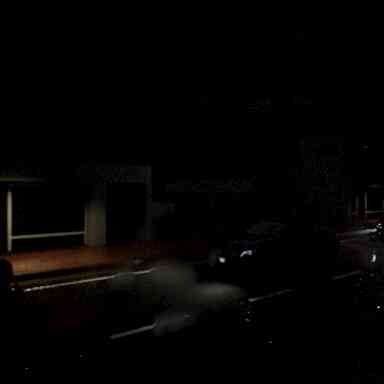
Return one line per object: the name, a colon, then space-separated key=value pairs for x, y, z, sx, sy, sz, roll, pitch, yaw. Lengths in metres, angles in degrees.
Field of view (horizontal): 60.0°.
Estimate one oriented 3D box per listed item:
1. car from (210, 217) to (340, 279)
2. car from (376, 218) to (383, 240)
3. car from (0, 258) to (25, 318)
car: x=2.700 y=1.526 z=10.204 sx=4.674 sy=1.442 sz=1.812 roll=0 pitch=0 yaw=-35
car: x=10.773 y=1.479 z=15.957 sx=5.008 sy=1.535 sz=1.882 roll=0 pitch=0 yaw=-35
car: x=-5.304 y=1.547 z=4.506 sx=5.357 sy=1.411 sz=2.033 roll=0 pitch=0 yaw=-36
